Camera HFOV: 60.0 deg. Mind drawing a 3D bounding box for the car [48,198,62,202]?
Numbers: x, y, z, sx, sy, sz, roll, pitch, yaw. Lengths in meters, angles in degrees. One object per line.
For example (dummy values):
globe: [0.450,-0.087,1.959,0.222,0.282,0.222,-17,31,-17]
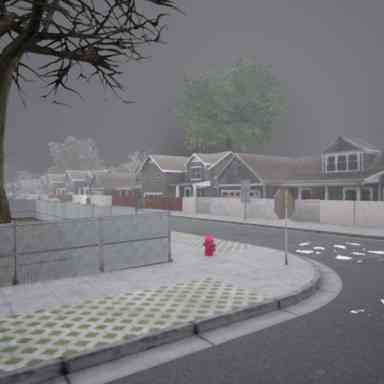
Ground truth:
car: [-19.286,1.566,46.435,1.812,1.442,4.674,0,0,-36]
